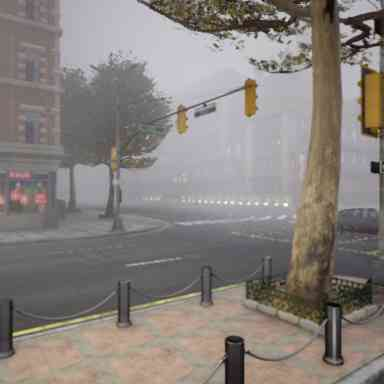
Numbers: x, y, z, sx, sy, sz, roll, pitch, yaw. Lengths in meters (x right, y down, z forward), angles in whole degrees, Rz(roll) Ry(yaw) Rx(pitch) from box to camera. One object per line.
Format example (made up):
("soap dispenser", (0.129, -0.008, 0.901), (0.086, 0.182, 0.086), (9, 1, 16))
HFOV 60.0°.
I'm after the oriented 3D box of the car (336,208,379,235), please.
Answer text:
("car", (9.064, 1.539, 16.835), (2.033, 1.411, 5.357), (0, 0, -36))
